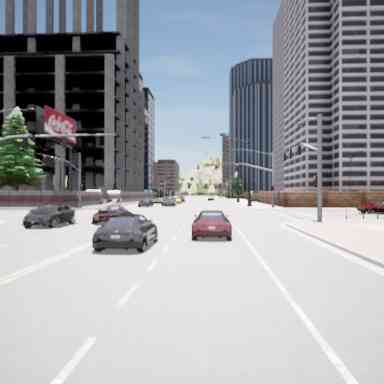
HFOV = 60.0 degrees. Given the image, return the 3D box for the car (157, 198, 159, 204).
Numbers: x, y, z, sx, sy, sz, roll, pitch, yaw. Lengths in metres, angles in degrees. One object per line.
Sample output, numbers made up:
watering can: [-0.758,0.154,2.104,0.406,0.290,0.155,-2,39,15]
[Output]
car: [-6.753,1.843,66.996,1.895,1.301,4.718,0,0,4]

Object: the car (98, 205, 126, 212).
car: [-5.788,1.651,24.287,1.994,1.385,4.181,0,0,3]

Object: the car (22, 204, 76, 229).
car: [-9.406,1.583,22.344,1.837,1.490,4.892,0,0,3]

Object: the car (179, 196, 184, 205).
car: [-3.253,1.721,66.965,1.882,1.535,5.008,0,0,4]

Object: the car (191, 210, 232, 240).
car: [1.024,1.628,17.318,1.994,1.385,4.181,0,0,3]

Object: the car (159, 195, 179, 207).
car: [-3.885,1.559,57.037,2.097,1.767,4.553,0,0,3]

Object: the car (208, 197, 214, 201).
car: [5.328,1.939,93.777,1.895,1.301,4.718,0,0,3]

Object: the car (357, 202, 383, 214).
car: [20.587,1.739,36.115,4.718,1.301,1.895,0,0,3]

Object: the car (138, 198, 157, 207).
car: [-7.532,1.723,54.705,1.812,1.442,4.674,0,0,3]

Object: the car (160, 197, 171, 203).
car: [-6.146,1.832,77.178,1.994,1.385,4.181,0,0,3]

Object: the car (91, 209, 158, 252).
car: [-2.674,1.615,14.115,1.994,1.385,4.181,0,0,3]
